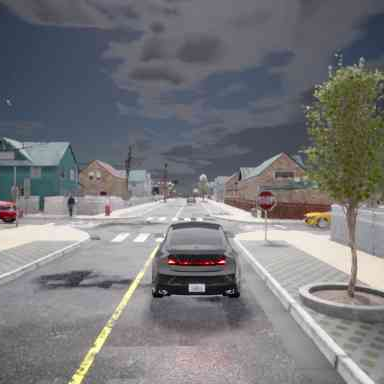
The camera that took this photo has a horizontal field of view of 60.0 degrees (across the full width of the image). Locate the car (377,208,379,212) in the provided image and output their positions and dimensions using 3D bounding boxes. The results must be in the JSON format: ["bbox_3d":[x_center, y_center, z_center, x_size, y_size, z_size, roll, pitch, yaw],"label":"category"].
[{"bbox_3d":[12.478,1.784,20.784,5.008,1.535,1.882,1,-1,0],"label":"car"}]

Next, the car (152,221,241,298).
[{"bbox_3d":[0.081,1.510,8.513,1.837,1.490,4.892,0,0,0],"label":"car"}]

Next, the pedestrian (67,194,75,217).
[{"bbox_3d":[-9.687,1.047,26.608,0.375,1.860,0.375,0,-2,0],"label":"pedestrian"}]

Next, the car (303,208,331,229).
[{"bbox_3d":[10.521,1.788,23.689,5.008,1.535,1.882,2,-1,-1],"label":"car"}]

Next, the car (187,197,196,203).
[{"bbox_3d":[-0.165,1.749,75.671,1.994,1.385,4.181,0,0,0],"label":"car"}]

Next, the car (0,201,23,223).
[{"bbox_3d":[-13.623,0.942,20.748,5.566,2.045,2.150,1,-1,-1],"label":"car"}]
